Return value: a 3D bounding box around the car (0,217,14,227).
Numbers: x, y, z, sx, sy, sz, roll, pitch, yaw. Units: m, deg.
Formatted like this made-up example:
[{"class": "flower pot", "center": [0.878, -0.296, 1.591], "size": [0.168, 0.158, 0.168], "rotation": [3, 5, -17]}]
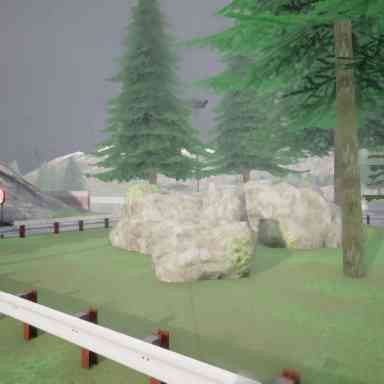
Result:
[{"class": "car", "center": [-10.919, 1.358, 15.465], "size": [5.357, 1.411, 2.033], "rotation": [0, 0, 17]}]
